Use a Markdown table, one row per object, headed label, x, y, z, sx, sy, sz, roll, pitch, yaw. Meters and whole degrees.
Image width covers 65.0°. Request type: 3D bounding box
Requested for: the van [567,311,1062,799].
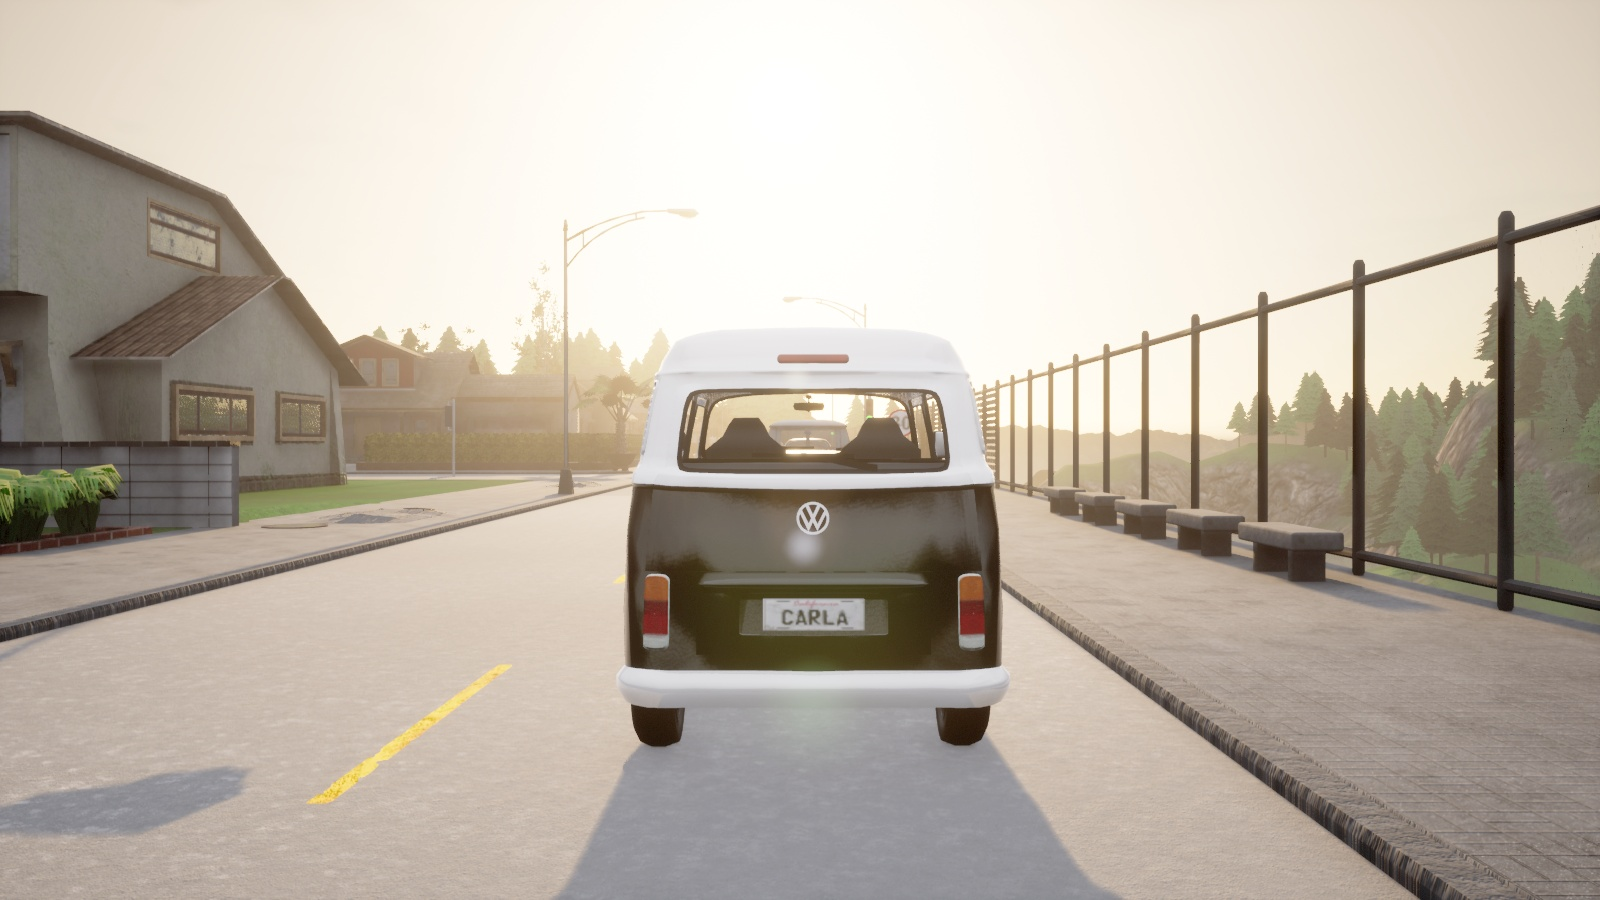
| label | x | y | z | sx | sy | sz | roll | pitch | yaw |
| --- | --- | --- | --- | --- | --- | --- | --- | --- | --- |
| van | 0.062 | 0.428 | 7.496 | 2.069 | 2.038 | 4.480 | 0 | 0 | 0 |
